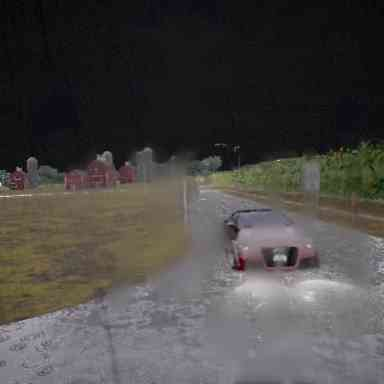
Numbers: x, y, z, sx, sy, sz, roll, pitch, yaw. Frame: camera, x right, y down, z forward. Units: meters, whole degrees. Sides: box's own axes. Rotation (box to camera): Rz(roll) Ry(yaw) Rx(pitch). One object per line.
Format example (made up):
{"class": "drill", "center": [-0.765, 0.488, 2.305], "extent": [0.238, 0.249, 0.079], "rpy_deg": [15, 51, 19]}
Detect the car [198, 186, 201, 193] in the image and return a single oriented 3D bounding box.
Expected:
{"class": "car", "center": [0.513, -0.548, 61.540], "extent": [1.837, 1.490, 4.892], "rpy_deg": [-2, 2, -1]}

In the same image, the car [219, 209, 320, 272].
{"class": "car", "center": [1.876, 1.182, 9.252], "extent": [1.994, 1.385, 4.181], "rpy_deg": [-2, 2, -1]}
